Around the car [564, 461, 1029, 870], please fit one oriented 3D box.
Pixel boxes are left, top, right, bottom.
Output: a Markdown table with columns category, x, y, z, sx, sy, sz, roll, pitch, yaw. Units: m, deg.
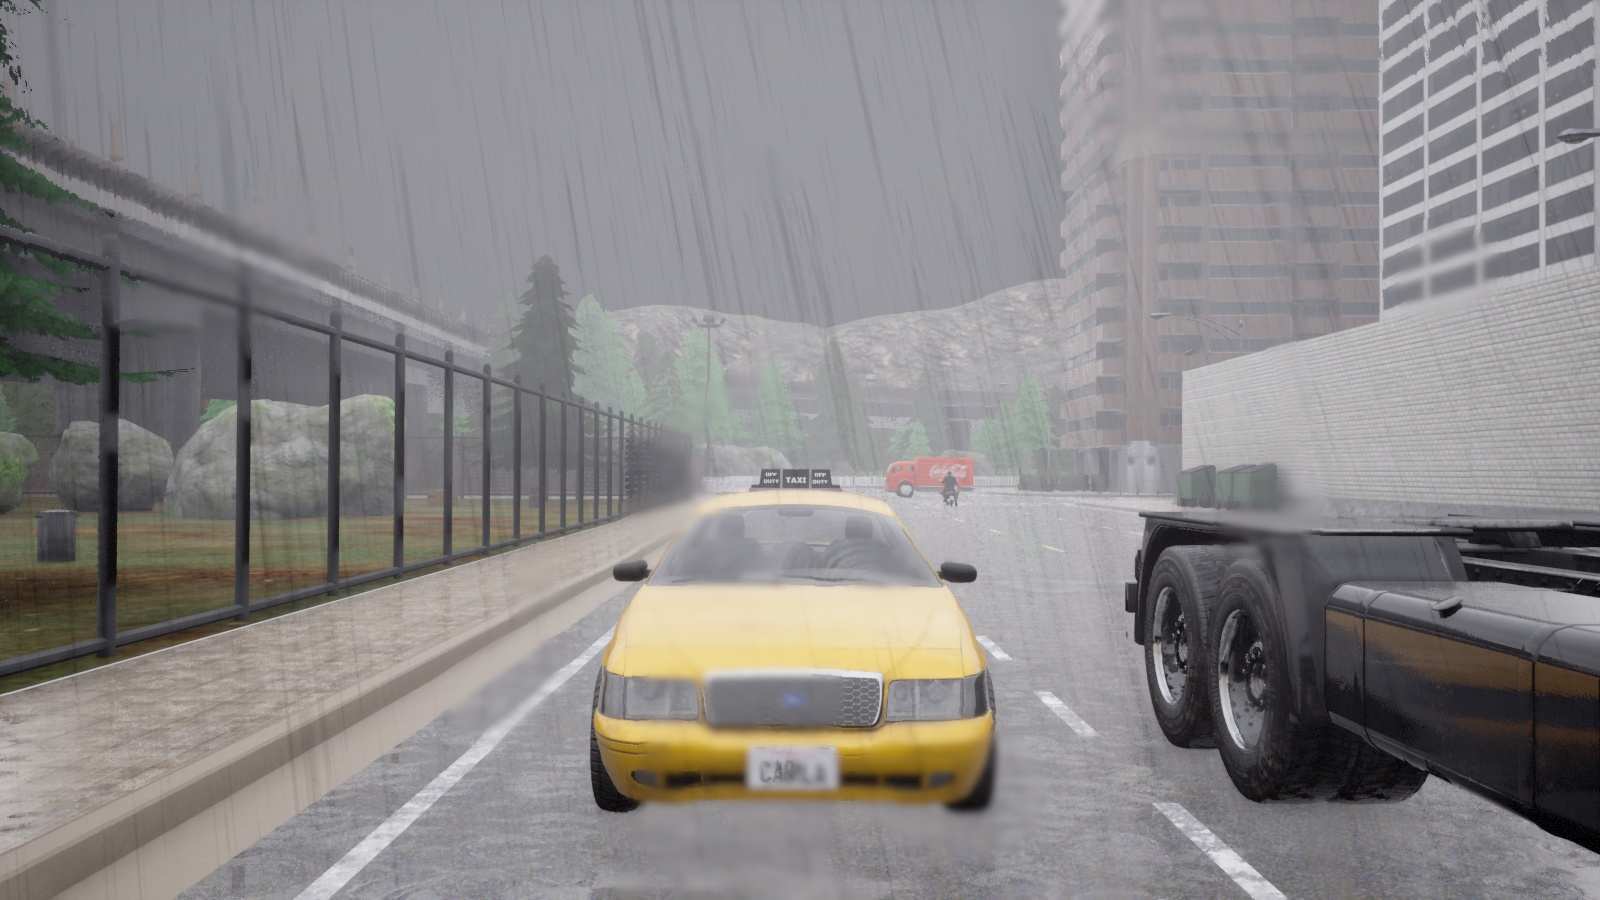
| category | x | y | z | sx | sy | sz | roll | pitch | yaw |
| --- | --- | --- | --- | --- | --- | --- | --- | --- | --- |
| car | -0.022 | 0.880 | 7.560 | 1.801 | 1.575 | 5.366 | 0 | -1 | 0 |

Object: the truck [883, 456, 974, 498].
| category | x | y | z | sx | sy | sz | roll | pitch | yaw |
| --- | --- | --- | --- | --- | --- | --- | --- | --- | --- |
| truck | 7.686 | 1.596 | 75.562 | 5.204 | 2.467 | 2.627 | 0 | -1 | 0 |

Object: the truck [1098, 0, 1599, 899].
| category | x | y | z | sx | sy | sz | roll | pitch | yaw |
| --- | --- | --- | --- | --- | --- | --- | --- | --- | --- |
| truck | 3.483 | -0.105 | 4.529 | 2.891 | 3.462 | 7.936 | 0 | -1 | 0 |

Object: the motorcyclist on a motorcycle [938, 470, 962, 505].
| category | x | y | z | sx | sy | sz | roll | pitch | yaw |
| --- | --- | --- | --- | --- | --- | --- | --- | --- | --- |
| motorcyclist on a motorcycle | 6.835 | 1.700 | 57.291 | 0.866 | 1.590 | 1.817 | 0 | -1 | 0 |
